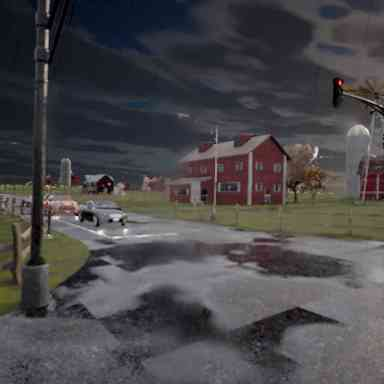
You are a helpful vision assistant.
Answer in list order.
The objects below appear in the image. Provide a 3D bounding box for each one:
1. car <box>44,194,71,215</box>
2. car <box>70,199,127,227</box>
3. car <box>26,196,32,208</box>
[{"bbox_3d":[-11.295,0.993,28.691,2.097,1.767,4.553,2,0,-35],"label":"car"},{"bbox_3d":[-5.670,1.261,20.715,2.128,1.511,4.902,2,0,-35],"label":"car"},{"bbox_3d":[-17.095,1.036,36.910,1.812,1.442,4.674,2,0,-35],"label":"car"}]
